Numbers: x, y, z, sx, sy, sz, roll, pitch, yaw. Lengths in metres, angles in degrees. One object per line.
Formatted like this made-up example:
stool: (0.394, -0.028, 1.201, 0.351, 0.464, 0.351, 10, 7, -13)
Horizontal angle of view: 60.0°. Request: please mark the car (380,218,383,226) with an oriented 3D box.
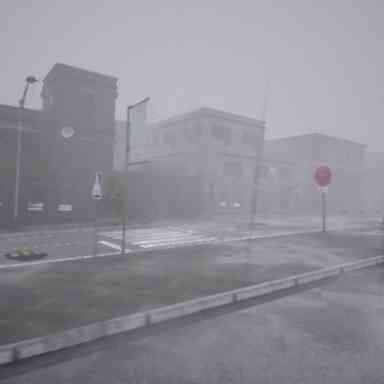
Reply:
car: (13.436, 1.520, 18.364, 1.946, 1.575, 5.366, 1, 0, -36)
